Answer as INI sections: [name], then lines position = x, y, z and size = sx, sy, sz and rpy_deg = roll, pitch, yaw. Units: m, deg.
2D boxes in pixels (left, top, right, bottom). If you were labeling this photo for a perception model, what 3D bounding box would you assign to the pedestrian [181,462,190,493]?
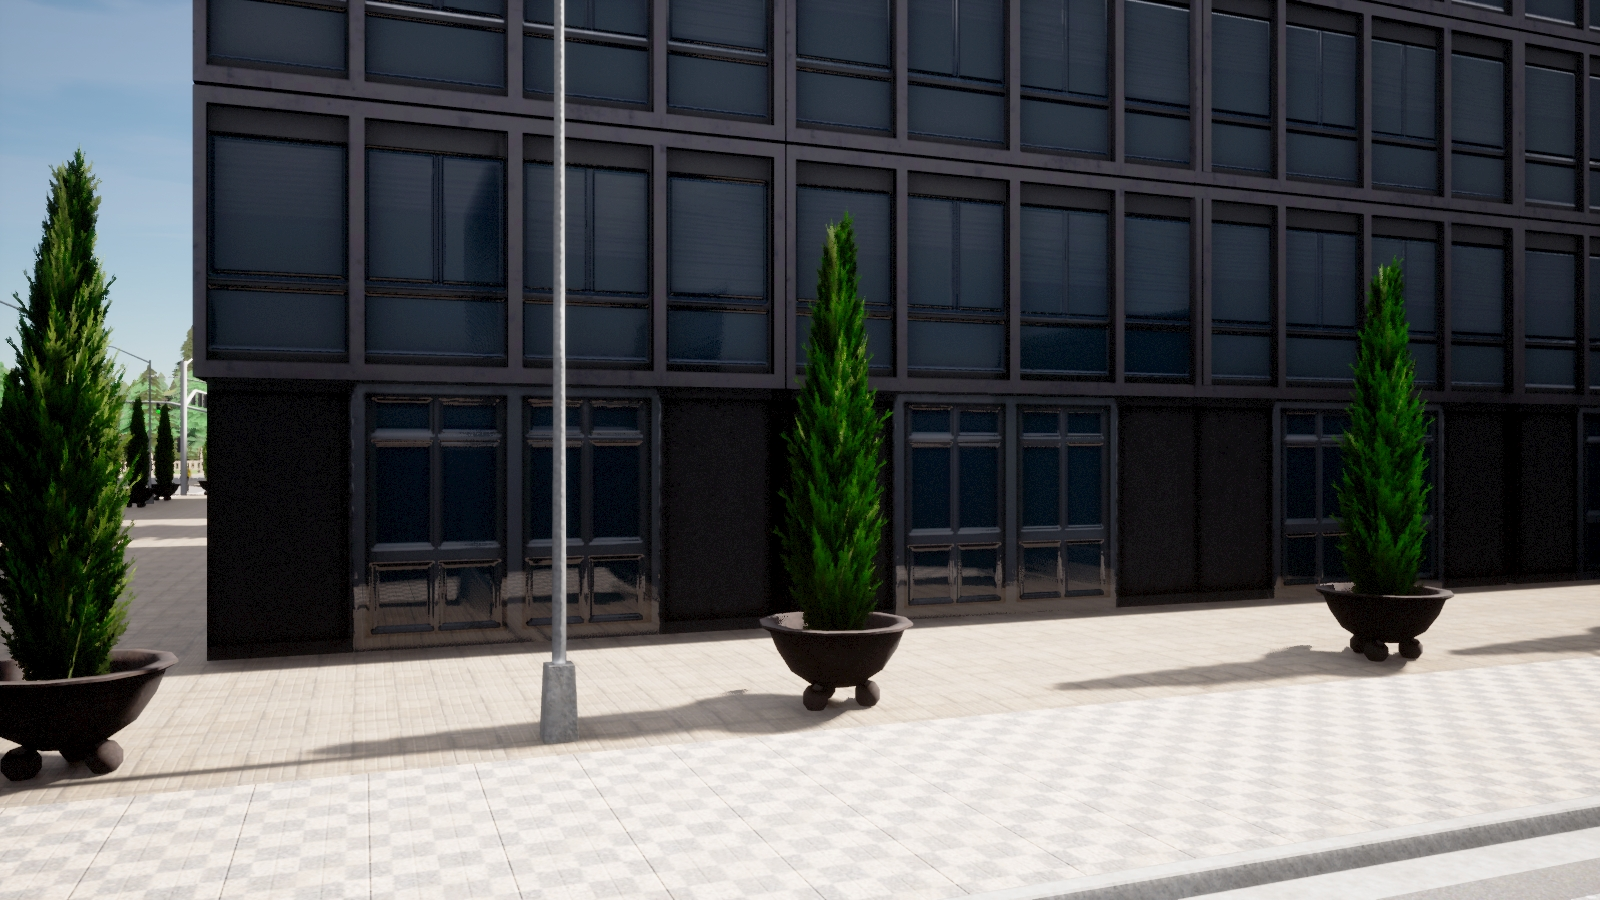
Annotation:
[pedestrian]
position = -36.737, 1.658, 68.328
size = 0.375, 1.860, 0.375
rpy_deg = 0, 0, -11
